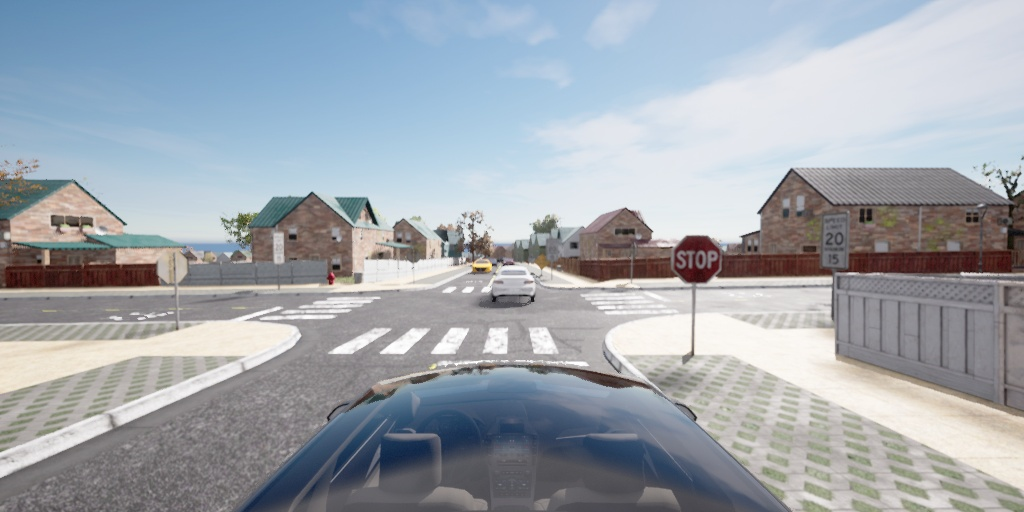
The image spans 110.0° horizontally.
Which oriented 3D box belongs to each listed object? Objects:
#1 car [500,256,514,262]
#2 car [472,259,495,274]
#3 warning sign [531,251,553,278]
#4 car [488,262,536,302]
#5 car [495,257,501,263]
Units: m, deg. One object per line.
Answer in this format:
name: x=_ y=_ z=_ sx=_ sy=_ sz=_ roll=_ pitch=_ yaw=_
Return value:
car: x=-0.520 y=1.123 z=57.924 sx=1.812 sy=1.442 sz=4.674 roll=0 pitch=0 yaw=0
car: x=-3.130 y=1.078 z=37.855 sx=1.882 sy=1.535 sz=5.008 roll=0 pitch=0 yaw=-1
warning sign: x=2.370 y=0.739 z=28.634 sx=1.300 sy=1.860 sz=1.060 roll=0 pitch=0 yaw=-1
car: x=0.068 y=1.194 z=16.433 sx=1.812 sy=1.442 sz=4.674 roll=0 pitch=0 yaw=0
car: x=-3.376 y=1.152 z=60.807 sx=2.033 sy=1.411 sz=5.357 roll=0 pitch=0 yaw=-1
